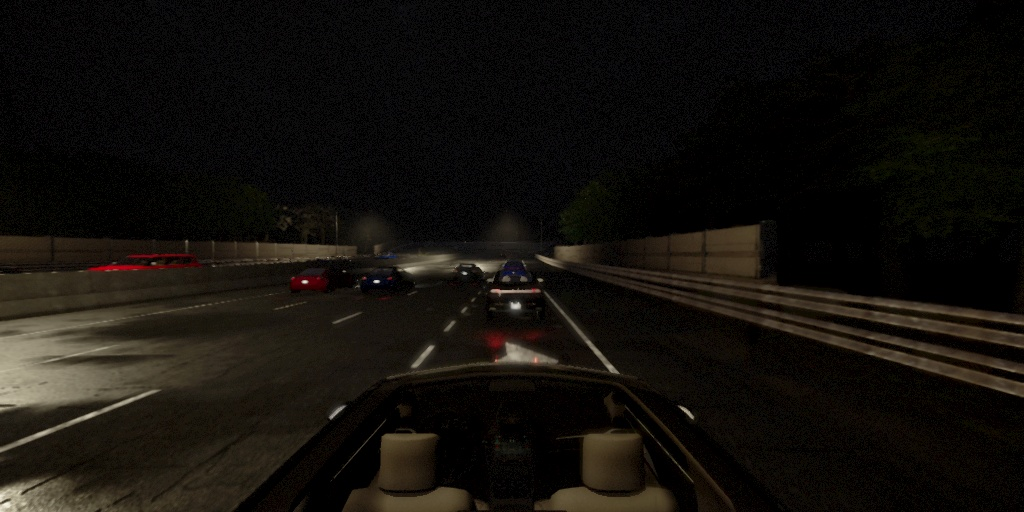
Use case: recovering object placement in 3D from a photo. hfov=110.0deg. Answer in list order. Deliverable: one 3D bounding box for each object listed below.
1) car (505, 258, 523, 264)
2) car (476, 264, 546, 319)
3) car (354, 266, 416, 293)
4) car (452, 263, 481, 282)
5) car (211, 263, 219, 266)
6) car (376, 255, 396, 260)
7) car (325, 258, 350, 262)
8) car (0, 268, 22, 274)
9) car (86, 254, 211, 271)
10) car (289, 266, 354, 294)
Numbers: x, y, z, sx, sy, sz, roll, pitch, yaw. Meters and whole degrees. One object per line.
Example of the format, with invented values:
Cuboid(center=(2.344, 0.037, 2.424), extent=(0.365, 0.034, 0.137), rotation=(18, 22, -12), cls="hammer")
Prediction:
Cuboid(center=(0.182, 1.147, 30.715), extent=(1.882, 1.535, 5.008), rotation=(0, 0, 0), cls="car")
Cuboid(center=(0.112, 1.212, 12.535), extent=(2.128, 1.511, 4.902), rotation=(0, 0, 0), cls="car")
Cuboid(center=(-6.867, 1.261, 20.216), extent=(1.994, 1.385, 4.181), rotation=(0, 0, 0), cls="car")
Cuboid(center=(-3.432, 1.240, 28.217), extent=(1.994, 1.385, 4.181), rotation=(0, 0, 0), cls="car")
Cuboid(center=(-24.522, 1.235, 28.165), extent=(1.994, 1.385, 4.181), rotation=(0, 0, 0), cls="car")
Cuboid(center=(-20.694, 0.943, 59.650), extent=(1.895, 1.301, 4.718), rotation=(0, 1, 1), cls="car")
Cuboid(center=(-27.719, 0.938, 57.973), extent=(1.994, 1.385, 4.181), rotation=(0, 1, 1), cls="car")
Cuboid(center=(-28.069, 1.191, 17.809), extent=(2.128, 1.511, 4.902), rotation=(0, 0, 0), cls="car")
Cuboid(center=(-21.062, 0.917, 20.819), extent=(2.150, 2.045, 5.566), rotation=(0, 0, 0), cls="car")
Cuboid(center=(-10.368, 1.261, 19.972), extent=(1.994, 1.385, 4.181), rotation=(0, 0, 0), cls="car")
